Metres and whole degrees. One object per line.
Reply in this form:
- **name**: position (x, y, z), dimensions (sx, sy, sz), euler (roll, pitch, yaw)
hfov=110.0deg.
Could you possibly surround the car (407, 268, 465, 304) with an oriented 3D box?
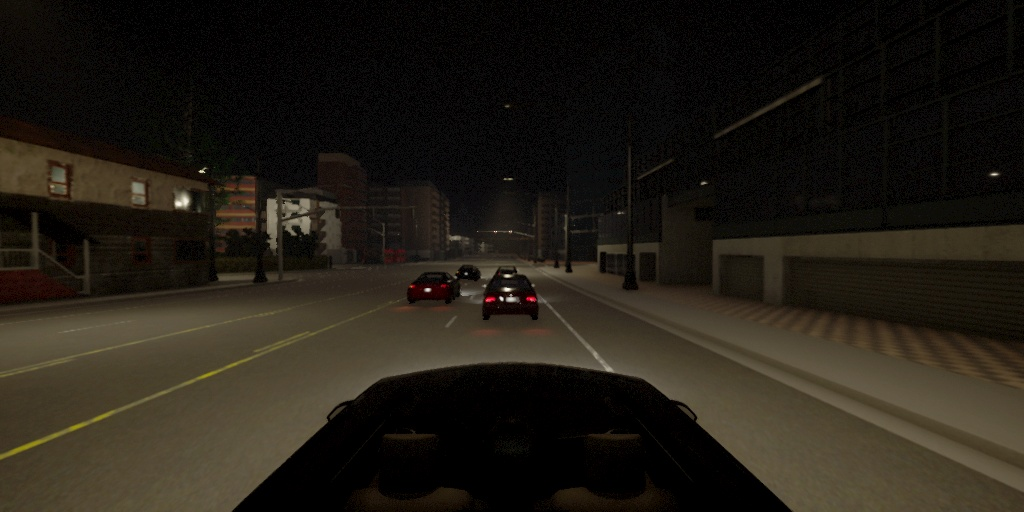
- **car**: position (-3.666, 1.454, 17.446), dimensions (1.994, 1.385, 4.181), euler (0, -1, -1)

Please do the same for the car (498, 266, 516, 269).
- **car**: position (-0.438, 1.511, 31.833), dimensions (1.895, 1.301, 4.718), euler (0, 0, -1)

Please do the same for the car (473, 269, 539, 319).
- **car**: position (-0.082, 1.366, 13.070), dimensions (2.033, 1.411, 5.357), euler (0, -1, -1)

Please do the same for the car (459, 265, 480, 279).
- **car**: position (-3.963, 1.483, 32.785), dimensions (1.994, 1.385, 4.181), euler (0, 1, -1)
